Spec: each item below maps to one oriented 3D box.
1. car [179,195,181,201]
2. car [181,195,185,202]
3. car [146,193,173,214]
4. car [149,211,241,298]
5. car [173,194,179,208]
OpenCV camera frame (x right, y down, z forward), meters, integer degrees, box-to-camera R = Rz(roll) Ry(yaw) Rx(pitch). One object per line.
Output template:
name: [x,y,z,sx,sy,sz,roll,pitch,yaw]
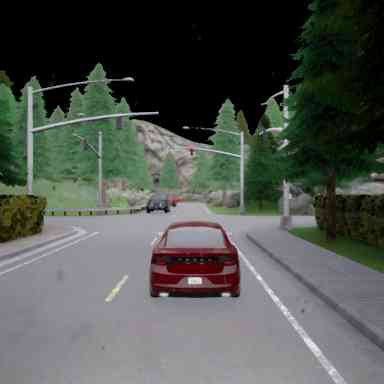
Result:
car: [-3.786,1.600,62.769,1.895,1.301,4.718,0,0,-7]
car: [-3.518,1.355,73.181,2.097,1.767,4.553,0,0,-35]
car: [-3.561,1.221,35.888,2.150,2.045,5.566,0,0,0]
car: [0.074,1.478,8.578,1.882,1.535,5.008,0,0,0]
car: [-3.535,1.221,49.355,2.150,2.045,5.566,0,0,0]
